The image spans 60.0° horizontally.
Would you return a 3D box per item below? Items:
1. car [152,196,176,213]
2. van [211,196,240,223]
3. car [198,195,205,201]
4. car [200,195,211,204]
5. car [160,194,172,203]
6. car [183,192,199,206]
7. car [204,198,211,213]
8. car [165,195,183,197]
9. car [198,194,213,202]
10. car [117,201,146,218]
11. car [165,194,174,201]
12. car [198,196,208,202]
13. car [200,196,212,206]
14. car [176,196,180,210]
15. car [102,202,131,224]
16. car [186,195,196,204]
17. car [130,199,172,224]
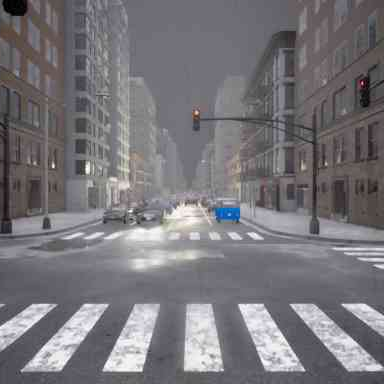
[{"bbox_3d":[-2.917,1.476,33.865,1.882,1.535,5.008,0,0,0],"label":"car"},{"bbox_3d":[2.588,1.340,24.894,1.690,1.788,3.998,0,0,0],"label":"van"},{"bbox_3d":[2.468,1.530,87.388,1.947,1.339,4.313,0,0,0],"label":"car"},{"bbox_3d":[2.512,1.421,64.663,1.967,1.590,4.097,0,0,0],"label":"car"},{"bbox_3d":[-5.524,1.292,70.324,2.192,1.841,5.009,0,0,0],"label":"car"},{"bbox_3d":[-0.108,1.341,54.988,2.097,1.767,4.553,0,0,0],"label":"car"},{"bbox_3d":[2.566,1.580,36.256,1.802,1.307,4.206,0,0,0],"label":"car"},{"bbox_3d":[-2.910,1.554,53.114,1.994,1.385,4.181,0,0,1],"label":"car"},{"bbox_3d":[2.534,1.305,53.301,2.192,1.841,5.009,0,0,0],"label":"car"},{"bbox_3d":[-5.448,1.543,30.552,1.887,1.381,4.507,0,0,0],"label":"car"},{"bbox_3d":[-5.546,1.409,81.688,1.967,1.590,4.097,0,0,0],"label":"car"},{"bbox_3d":[2.490,1.524,76.025,2.008,1.369,4.403,0,0,0],"label":"car"},{"bbox_3d":[2.544,1.576,47.619,1.802,1.307,4.206,0,0,0],"label":"car"},{"bbox_3d":[-2.931,1.560,43.091,1.994,1.385,4.181,0,0,0],"label":"car"},{"bbox_3d":[-5.437,1.549,24.870,2.008,1.369,4.403,0,0,0],"label":"car"},{"bbox_3d":[-0.127,1.459,65.020,1.882,1.535,5.008,0,0,0],"label":"car"},{"bbox_3d":[-2.885,1.490,24.423,2.128,1.511,4.902,0,0,-1],"label":"car"}]
